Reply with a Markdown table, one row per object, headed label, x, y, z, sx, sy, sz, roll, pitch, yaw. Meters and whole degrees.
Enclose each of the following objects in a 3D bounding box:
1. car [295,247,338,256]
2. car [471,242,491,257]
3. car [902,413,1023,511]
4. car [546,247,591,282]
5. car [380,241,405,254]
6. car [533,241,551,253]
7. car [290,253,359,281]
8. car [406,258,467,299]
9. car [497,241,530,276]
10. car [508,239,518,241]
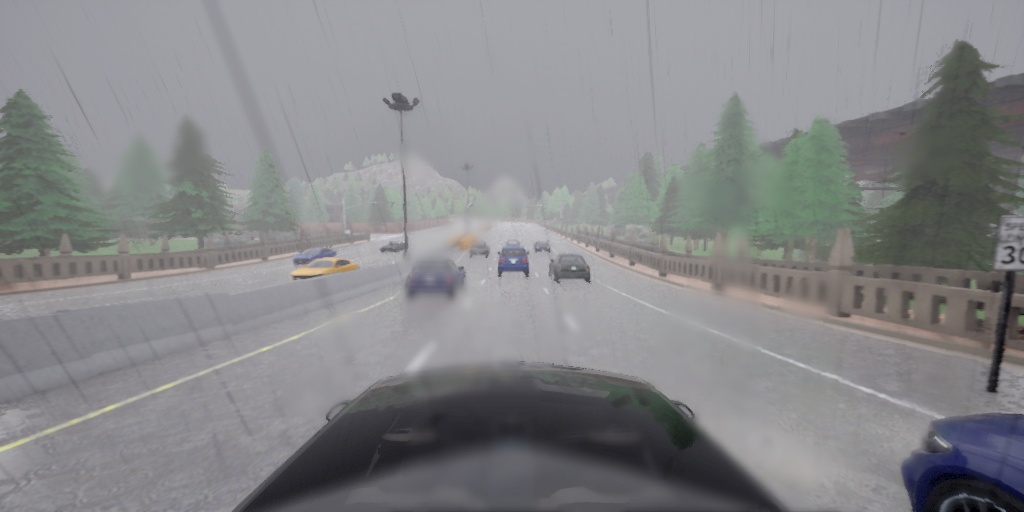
| label | x | y | z | sx | sy | sz | roll | pitch | yaw |
| --- | --- | --- | --- | --- | --- | --- | --- | --- | --- |
| car | -17.592 | -0.016 | 32.252 | 1.882 | 1.535 | 5.008 | 0 | 5 | 0 |
| car | -3.393 | -0.769 | 39.198 | 2.128 | 1.511 | 4.902 | 0 | 7 | 0 |
| car | 3.599 | 1.280 | 0.456 | 1.812 | 1.442 | 4.674 | 0 | 0 | 0 |
| car | 3.601 | 0.591 | 23.033 | 2.097 | 1.767 | 4.553 | 0 | 4 | 0 |
| car | -14.066 | -1.066 | 42.604 | 1.895 | 1.301 | 4.718 | 0 | 7 | 0 |
| car | 3.622 | -1.214 | 43.845 | 1.895 | 1.301 | 4.718 | 0 | 7 | 0 |
| car | -10.596 | 0.855 | 20.620 | 1.882 | 1.535 | 5.008 | 0 | 3 | 0 |
| car | -3.399 | 0.894 | 16.960 | 2.097 | 1.767 | 4.553 | 0 | 2 | 0 |
| car | 0.100 | 0.253 | 26.119 | 2.150 | 2.045 | 5.566 | 0 | 5 | 0 |
| car | 0.124 | -1.322 | 44.120 | 1.812 | 1.442 | 4.674 | 0 | 7 | 0 |
